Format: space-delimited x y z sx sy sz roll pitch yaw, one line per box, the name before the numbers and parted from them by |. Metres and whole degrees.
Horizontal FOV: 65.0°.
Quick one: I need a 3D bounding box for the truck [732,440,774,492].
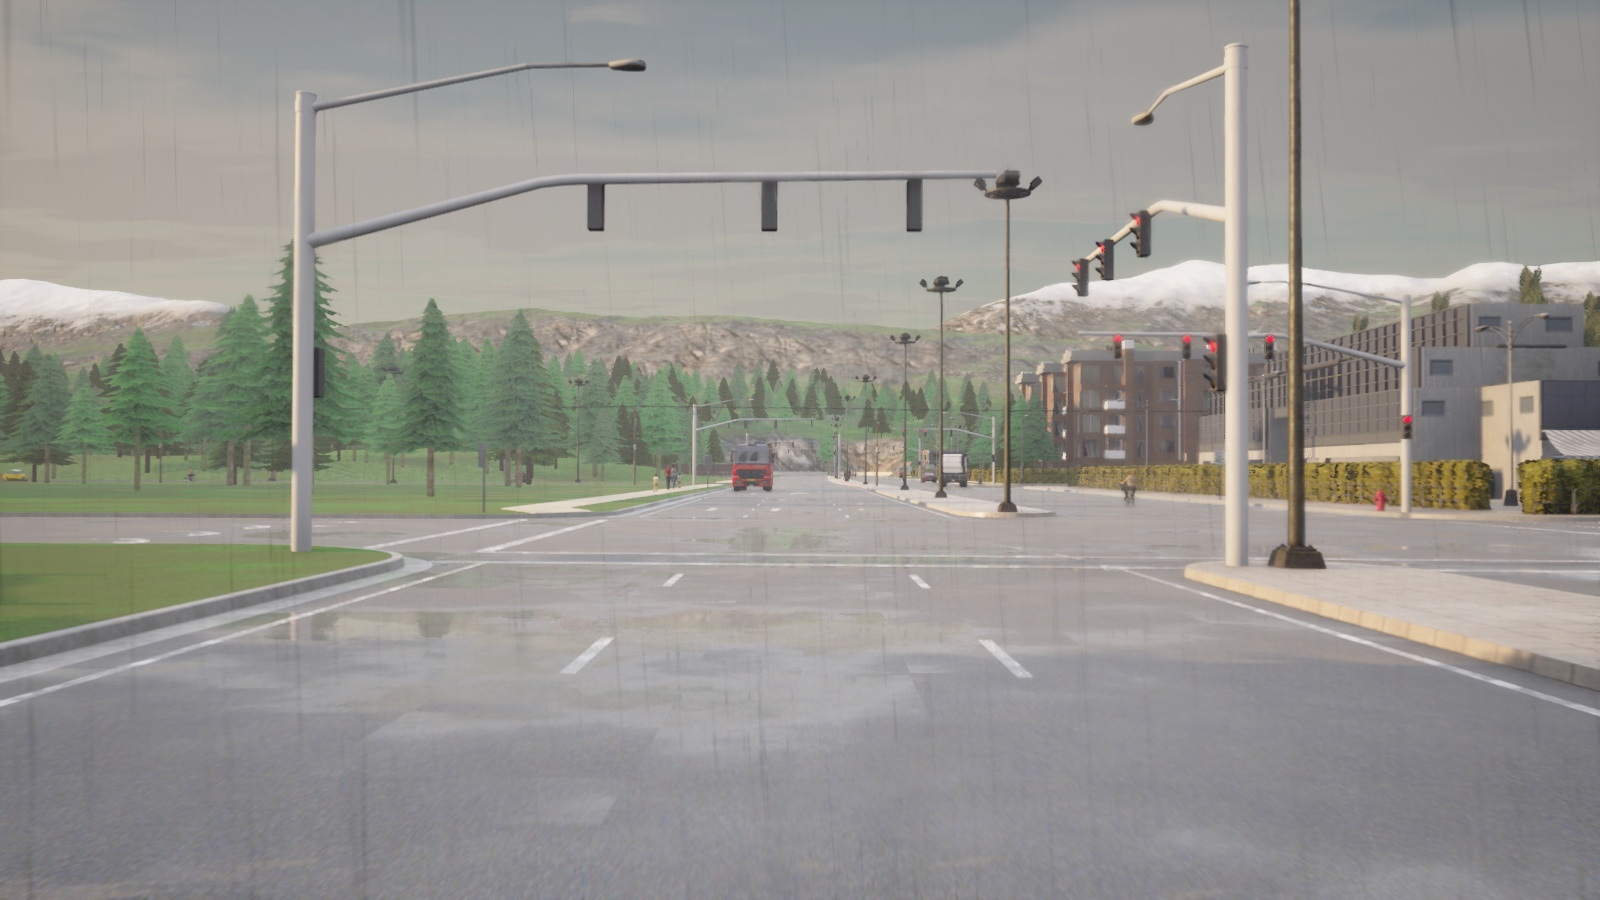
truck | -3.578 1.280 96.727 2.891 3.827 8.468 0 -1 0
